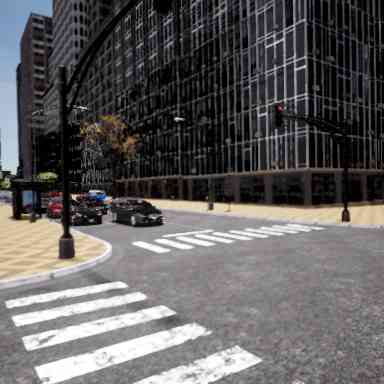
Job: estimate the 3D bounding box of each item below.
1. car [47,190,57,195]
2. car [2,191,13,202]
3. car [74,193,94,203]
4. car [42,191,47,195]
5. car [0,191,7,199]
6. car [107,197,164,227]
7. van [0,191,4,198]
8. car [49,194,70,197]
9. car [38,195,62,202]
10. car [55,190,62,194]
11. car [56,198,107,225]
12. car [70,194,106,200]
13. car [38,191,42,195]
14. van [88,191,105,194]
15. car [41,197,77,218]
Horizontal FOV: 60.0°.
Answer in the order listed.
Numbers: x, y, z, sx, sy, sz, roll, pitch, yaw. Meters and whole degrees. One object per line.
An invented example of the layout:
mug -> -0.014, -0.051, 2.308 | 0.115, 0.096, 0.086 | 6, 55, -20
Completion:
car -> -26.022, 0.479, 64.538 | 2.192, 1.841, 5.009 | -1, 1, -34
car -> -29.735, 0.981, 55.125 | 2.008, 1.369, 4.403 | -1, 1, -34
car -> -16.405, 0.908, 50.461 | 1.802, 1.307, 4.206 | -1, 1, -34
car -> -29.226, 0.550, 69.233 | 1.967, 1.590, 4.097 | -1, 1, -34
car -> -42.555, 0.653, 73.898 | 1.967, 1.590, 4.097 | -1, 1, -34
car -> -3.552, 1.265, 21.356 | 1.837, 1.490, 4.892 | -2, 2, -34
van -> -39.351, 0.608, 69.203 | 1.690, 1.788, 3.998 | -1, 1, -34
car -> -14.658, 1.181, 37.642 | 1.895, 1.301, 4.718 | -2, 2, -34
car -> -13.756, 1.263, 31.628 | 1.947, 1.339, 4.313 | -1, 1, -34
car -> -22.815, 0.800, 59.849 | 1.802, 1.307, 4.206 | -1, 1, -34
car -> -7.408, 1.368, 22.196 | 1.947, 1.339, 4.313 | -1, 1, -34
car -> -8.863, 1.179, 29.135 | 1.837, 1.490, 4.892 | -2, 2, -34
car -> -35.635, 0.551, 78.622 | 2.008, 1.369, 4.403 | -1, 1, -34
van -> -13.202, 0.720, 45.762 | 1.690, 1.788, 3.998 | -1, 1, -34
car -> -10.599, 1.332, 26.902 | 1.802, 1.307, 4.206 | -1, 1, -34
